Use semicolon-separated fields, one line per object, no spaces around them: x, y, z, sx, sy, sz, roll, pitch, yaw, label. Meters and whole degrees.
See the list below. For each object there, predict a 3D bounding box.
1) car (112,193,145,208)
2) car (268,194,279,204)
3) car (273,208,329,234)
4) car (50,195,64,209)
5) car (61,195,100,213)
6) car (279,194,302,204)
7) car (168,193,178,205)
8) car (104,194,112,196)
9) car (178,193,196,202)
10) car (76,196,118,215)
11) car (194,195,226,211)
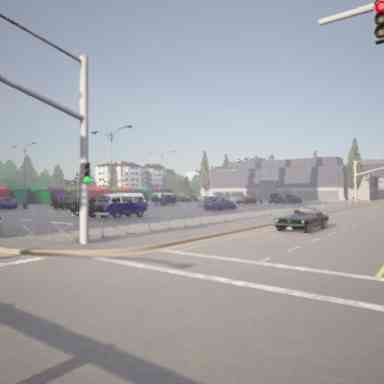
-10.989;1.269;57.541;1.932;1.855;4.605;0;0;37;car
15.219;1.207;59.918;1.905;1.878;3.866;0;0;37;car
6.511;1.633;19.625;1.895;1.301;4.718;0;0;36;car
-15.531;1.265;42.146;1.932;1.855;4.605;0;0;37;car
-13.348;1.468;40.583;1.784;1.438;3.905;0;0;37;car
17.508;1.196;58.146;1.932;1.855;4.605;0;0;37;car
-2.858;1.506;73.344;1.970;1.475;3.806;0;0;37;car
-13.274;1.487;59.322;1.784;1.438;3.905;0;0;37;car
-0.543;1.259;71.607;1.905;1.878;3.866;0;0;37;car
-11.027;1.492;38.854;1.970;1.475;3.806;0;0;37;car
2.619;1.466;47.523;1.970;1.475;3.806;0;0;37;car
